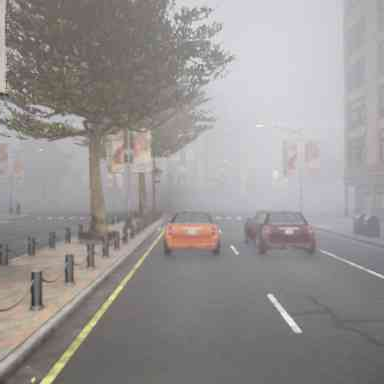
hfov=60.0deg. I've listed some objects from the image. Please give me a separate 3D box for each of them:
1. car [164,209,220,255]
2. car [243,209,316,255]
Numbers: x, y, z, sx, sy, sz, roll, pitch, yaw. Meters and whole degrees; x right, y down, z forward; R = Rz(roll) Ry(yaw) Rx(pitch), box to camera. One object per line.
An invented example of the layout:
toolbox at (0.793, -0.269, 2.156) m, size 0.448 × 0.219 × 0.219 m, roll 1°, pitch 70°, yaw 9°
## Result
car at (0.002, 1.487, 14.100) m, size 2.097 × 1.767 × 4.553 m, roll 0°, pitch -1°, yaw 0°
car at (3.502, 1.487, 14.100) m, size 2.097 × 1.767 × 4.553 m, roll 0°, pitch -1°, yaw 0°
